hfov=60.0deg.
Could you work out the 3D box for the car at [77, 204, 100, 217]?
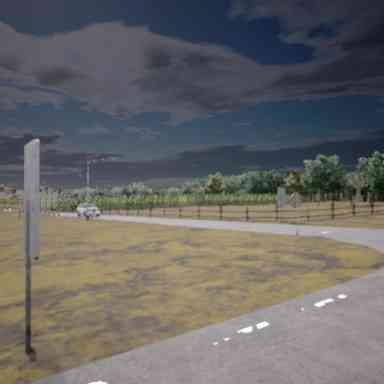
[{"bbox_3d":[-16.174,2.818,51.800,2.150,2.045,5.566,0,-2,-36],"label":"car"}]
